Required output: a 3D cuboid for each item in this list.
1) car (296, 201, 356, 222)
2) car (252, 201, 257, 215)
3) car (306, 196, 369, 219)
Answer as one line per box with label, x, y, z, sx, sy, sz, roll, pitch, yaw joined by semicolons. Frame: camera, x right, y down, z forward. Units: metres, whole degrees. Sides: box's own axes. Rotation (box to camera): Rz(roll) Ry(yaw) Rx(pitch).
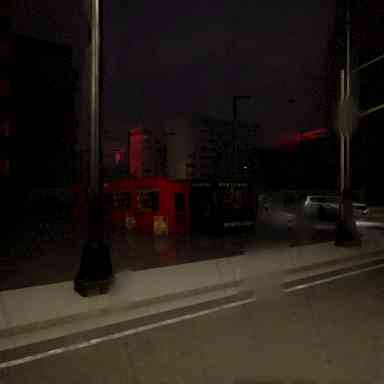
car;10.578;1.667;27.037;1.994;1.385;4.181;0;-1;-36
car;5.396;1.685;34.197;1.882;1.535;5.008;0;-1;-36
car;12.797;1.339;29.946;2.150;2.045;5.566;0;-1;-36
